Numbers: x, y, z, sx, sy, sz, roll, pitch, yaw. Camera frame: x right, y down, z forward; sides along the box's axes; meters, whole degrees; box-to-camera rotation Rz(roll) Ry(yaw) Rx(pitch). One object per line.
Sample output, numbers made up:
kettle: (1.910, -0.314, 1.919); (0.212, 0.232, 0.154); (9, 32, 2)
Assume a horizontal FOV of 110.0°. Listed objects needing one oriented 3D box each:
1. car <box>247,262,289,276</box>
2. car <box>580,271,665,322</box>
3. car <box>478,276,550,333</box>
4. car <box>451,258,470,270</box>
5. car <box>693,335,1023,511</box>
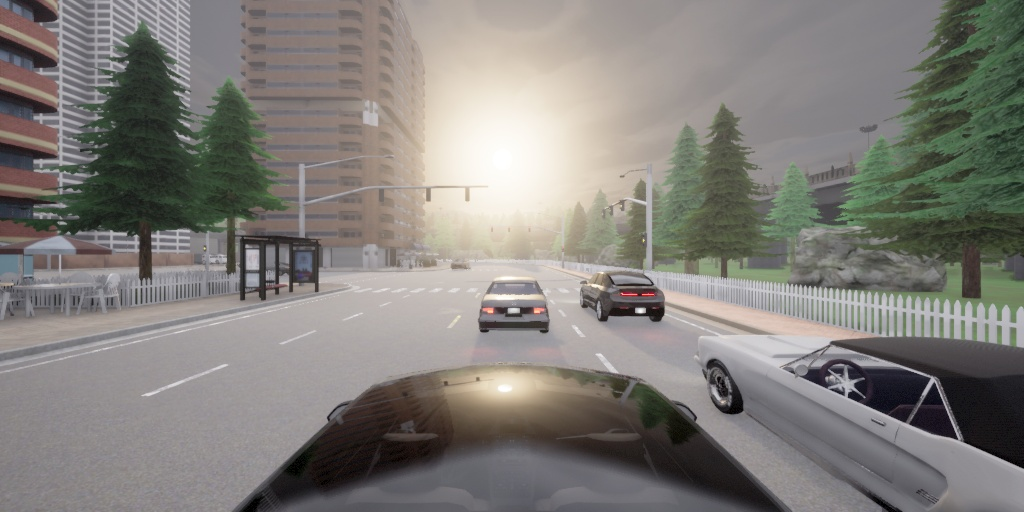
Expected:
car: (-25.160, 1.331, 37.719); (4.674, 1.442, 1.812); (0, 0, 0)
car: (3.571, 1.255, 12.311); (1.837, 1.490, 4.892); (0, 0, 1)
car: (0.083, 1.297, 10.724); (2.033, 1.411, 5.357); (0, 0, 1)
car: (-7.359, 1.101, 51.452); (2.097, 1.767, 4.553); (0, 0, 4)
car: (3.514, 1.351, 3.048); (1.895, 1.301, 4.718); (0, 0, 1)
